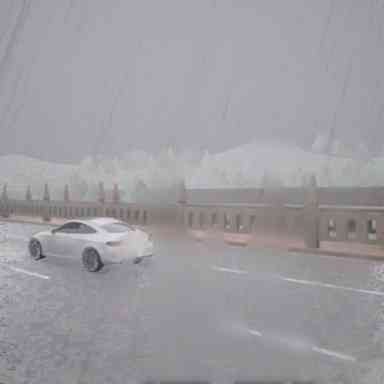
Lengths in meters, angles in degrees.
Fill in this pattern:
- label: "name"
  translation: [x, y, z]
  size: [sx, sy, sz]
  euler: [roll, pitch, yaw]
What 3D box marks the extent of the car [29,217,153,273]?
- label: "car"
  translation: [-3.310, 1.525, 10.653]
  size: [4.674, 1.442, 1.812]
  euler: [0, 0, 36]
